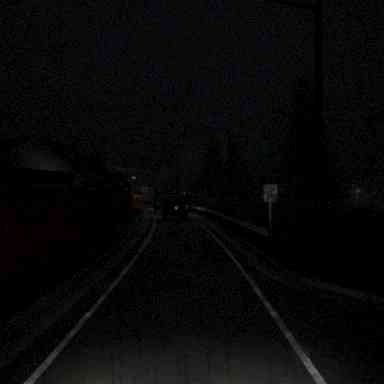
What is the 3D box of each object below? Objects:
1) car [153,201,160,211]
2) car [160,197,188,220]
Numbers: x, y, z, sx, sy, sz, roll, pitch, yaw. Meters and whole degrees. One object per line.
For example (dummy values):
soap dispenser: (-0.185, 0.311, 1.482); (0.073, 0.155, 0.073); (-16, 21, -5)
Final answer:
car: (-4.764, 2.059, 50.188); (1.994, 1.385, 4.181); (0, -1, -12)
car: (-1.663, 1.528, 31.291); (2.150, 2.045, 5.566); (0, -1, -7)
